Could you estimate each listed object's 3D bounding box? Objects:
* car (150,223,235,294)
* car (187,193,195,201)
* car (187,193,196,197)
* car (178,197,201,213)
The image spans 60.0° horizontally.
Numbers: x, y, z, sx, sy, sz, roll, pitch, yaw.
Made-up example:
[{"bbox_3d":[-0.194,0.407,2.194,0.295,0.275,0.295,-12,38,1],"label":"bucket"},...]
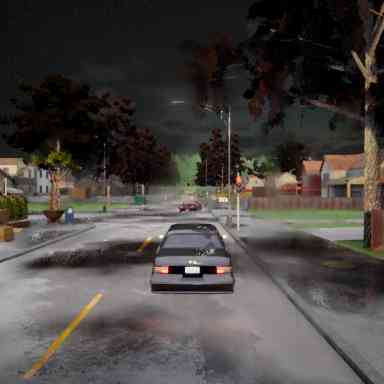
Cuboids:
[{"bbox_3d":[0.022,1.547,8.914,2.033,1.411,5.357,0,0,0],"label":"car"},{"bbox_3d":[-0.197,1.225,87.143,2.150,2.045,5.566,0,0,0],"label":"car"},{"bbox_3d":[-0.051,1.352,66.626,2.097,1.767,4.553,0,0,0],"label":"car"},{"bbox_3d":[-0.137,1.601,37.205,1.895,1.301,4.718,0,0,10],"label":"car"}]
